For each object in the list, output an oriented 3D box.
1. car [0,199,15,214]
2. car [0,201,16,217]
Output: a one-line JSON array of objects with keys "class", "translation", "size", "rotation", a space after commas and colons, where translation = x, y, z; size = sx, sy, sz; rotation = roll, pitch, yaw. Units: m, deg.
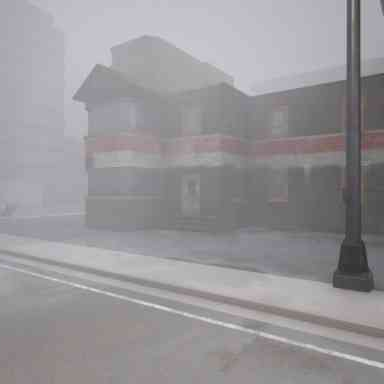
[{"class": "car", "translation": [-17.597, 1.246, 28.304], "size": [1.853, 1.218, 4.536], "rotation": [0, 0, 15]}, {"class": "car", "translation": [-17.611, 1.404, 28.254], "size": [2.038, 1.542, 4.974], "rotation": [0, 0, 15]}]
